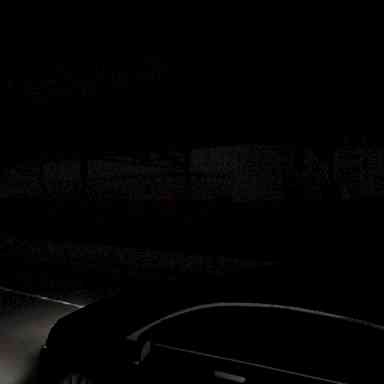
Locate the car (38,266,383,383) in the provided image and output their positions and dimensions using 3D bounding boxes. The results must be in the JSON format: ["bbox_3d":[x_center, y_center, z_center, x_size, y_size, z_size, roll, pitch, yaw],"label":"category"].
[{"bbox_3d":[0.709,1.504,3.073,4.892,1.490,1.837,0,0,28],"label":"car"}]
